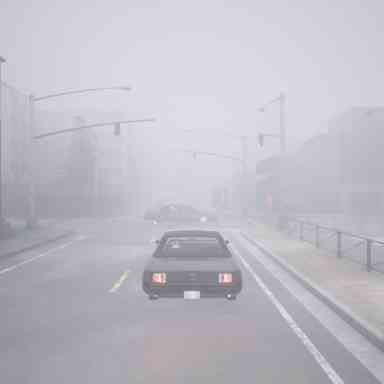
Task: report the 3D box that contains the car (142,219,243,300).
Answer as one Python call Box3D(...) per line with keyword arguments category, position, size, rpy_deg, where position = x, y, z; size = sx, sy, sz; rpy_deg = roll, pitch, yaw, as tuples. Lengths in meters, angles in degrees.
Box3D(category="car", position=(0.009, 1.601, 8.329), size=(1.895, 1.301, 4.718), rpy_deg=(0, 0, 0))

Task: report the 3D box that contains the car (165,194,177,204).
Box3D(category="car", position=(-3.989, 1.352, 63.771), size=(2.097, 1.767, 4.553), rpy_deg=(0, 0, 0))

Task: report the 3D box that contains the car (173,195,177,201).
Box3D(category="car", position=(-3.959, 1.601, 53.603), size=(1.895, 1.301, 4.718), rpy_deg=(0, 0, 0))

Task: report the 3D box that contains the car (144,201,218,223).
Box3D(category="car", position=(-0.807, 1.619, 24.627), size=(5.357, 1.411, 2.033), rpy_deg=(0, -1, -1))

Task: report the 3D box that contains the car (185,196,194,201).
Box3D(category="car", position=(-0.458, 1.492, 66.611), size=(2.128, 1.511, 4.902), rpy_deg=(0, 0, 0))

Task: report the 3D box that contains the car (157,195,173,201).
Box3D(category="car", position=(-3.903, 1.505, 44.338), size=(1.837, 1.490, 4.892), rpy_deg=(0, 0, 0))
